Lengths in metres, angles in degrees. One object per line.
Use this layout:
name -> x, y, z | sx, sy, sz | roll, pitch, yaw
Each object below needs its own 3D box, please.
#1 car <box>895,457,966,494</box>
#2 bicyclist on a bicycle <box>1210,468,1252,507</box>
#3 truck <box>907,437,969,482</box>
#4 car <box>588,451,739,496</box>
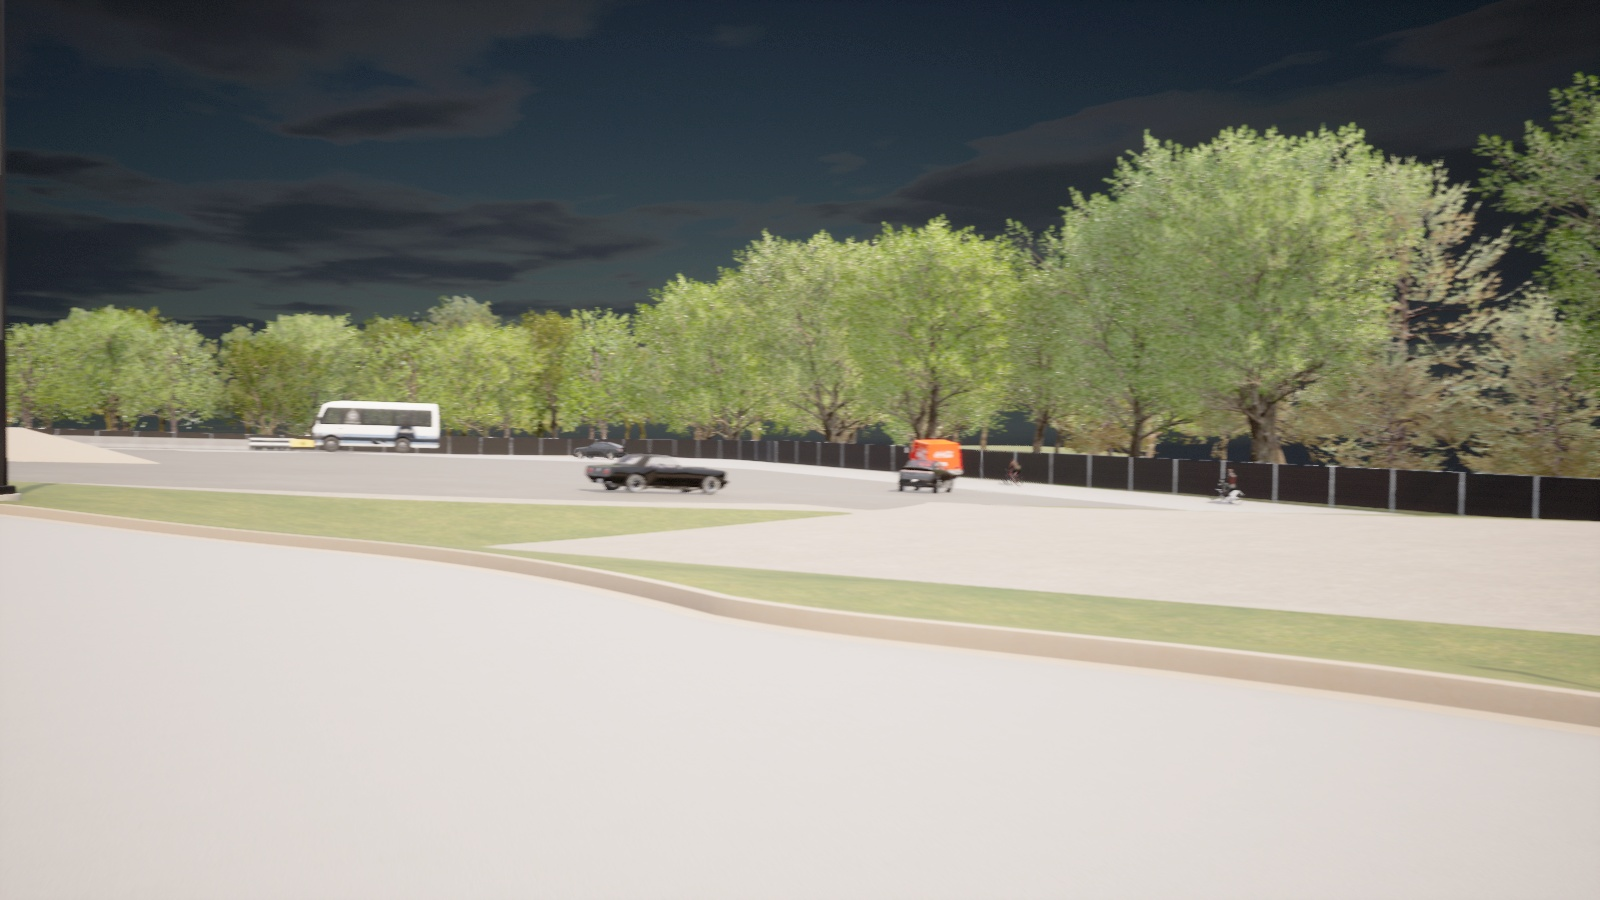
car -> 6.109, 1.180, 58.274 | 2.128, 1.511, 4.902 | 3, 0, 19
bicyclist on a bicycle -> 20.930, 1.804, 61.043 | 0.659, 1.776, 1.843 | 0, 2, -34
truck -> 8.964, 0.589, 81.948 | 2.627, 2.467, 5.204 | -1, 4, -10
car -> -4.602, 0.817, 42.666 | 4.718, 1.301, 1.895 | 3, 0, -35
